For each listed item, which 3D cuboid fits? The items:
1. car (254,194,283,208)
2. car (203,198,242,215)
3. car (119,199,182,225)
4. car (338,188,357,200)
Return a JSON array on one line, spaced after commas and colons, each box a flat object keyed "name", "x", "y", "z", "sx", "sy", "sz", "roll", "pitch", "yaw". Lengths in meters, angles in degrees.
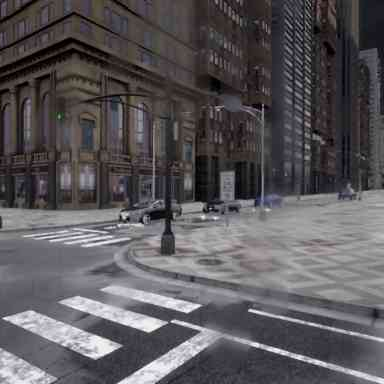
[{"name": "car", "x": 8.735, "y": 0.963, "z": 37.775, "sx": 1.882, "sy": 1.535, "sz": 5.008, "roll": 0, "pitch": 1, "yaw": 36}, {"name": "car", "x": 2.704, "y": 1.187, "z": 29.351, "sx": 1.994, "sy": 1.385, "sz": 4.181, "roll": 0, "pitch": 1, "yaw": 36}, {"name": "car", "x": -2.629, "y": 1.237, "z": 21.901, "sx": 2.128, "sy": 1.511, "sz": 4.902, "roll": 0, "pitch": 1, "yaw": 36}, {"name": "car", "x": 27.031, "y": 0.362, "z": 57.855, "sx": 2.150, "sy": 2.045, "sz": 5.566, "roll": 0, "pitch": 1, "yaw": 36}]
